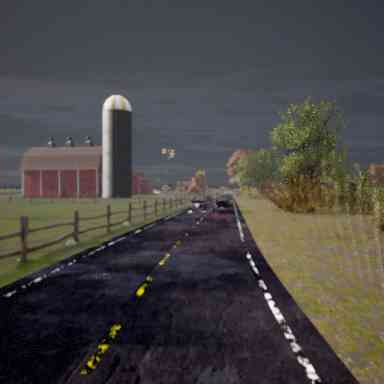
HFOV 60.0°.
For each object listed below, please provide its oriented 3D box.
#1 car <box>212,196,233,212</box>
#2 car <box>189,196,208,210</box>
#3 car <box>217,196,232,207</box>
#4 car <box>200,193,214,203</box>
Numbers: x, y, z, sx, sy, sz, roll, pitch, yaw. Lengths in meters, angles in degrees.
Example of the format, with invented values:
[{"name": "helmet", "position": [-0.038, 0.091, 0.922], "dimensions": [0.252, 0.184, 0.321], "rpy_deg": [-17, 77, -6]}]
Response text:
[{"name": "car", "position": [3.207, 1.273, 34.787], "dimensions": [2.128, 1.511, 4.902], "rpy_deg": [0, 0, 7]}, {"name": "car", "position": [0.830, 1.247, 38.245], "dimensions": [2.128, 1.511, 4.902], "rpy_deg": [0, 0, 7]}, {"name": "car", "position": [4.679, 1.287, 47.307], "dimensions": [1.994, 1.385, 4.181], "rpy_deg": [0, 0, 7]}, {"name": "car", "position": [2.411, 0.904, 51.931], "dimensions": [1.994, 1.385, 4.181], "rpy_deg": [0, 0, 7]}]
